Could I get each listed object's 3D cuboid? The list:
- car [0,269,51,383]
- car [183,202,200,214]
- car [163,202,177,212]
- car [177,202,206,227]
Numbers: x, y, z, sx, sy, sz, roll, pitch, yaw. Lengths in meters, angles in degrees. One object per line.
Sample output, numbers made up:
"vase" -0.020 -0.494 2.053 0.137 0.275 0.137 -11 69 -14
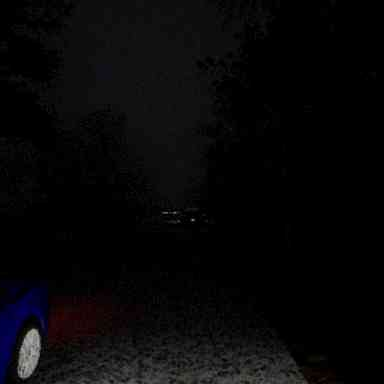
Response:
"car" -2.850 1.481 2.500 1.882 1.535 5.008 0 0 0
"car" -0.042 2.023 42.618 2.033 1.411 5.357 0 -1 0
"car" -3.002 2.129 47.175 2.033 1.411 5.357 0 -1 0
"car" 0.049 1.684 24.186 1.812 1.442 4.674 0 0 0
